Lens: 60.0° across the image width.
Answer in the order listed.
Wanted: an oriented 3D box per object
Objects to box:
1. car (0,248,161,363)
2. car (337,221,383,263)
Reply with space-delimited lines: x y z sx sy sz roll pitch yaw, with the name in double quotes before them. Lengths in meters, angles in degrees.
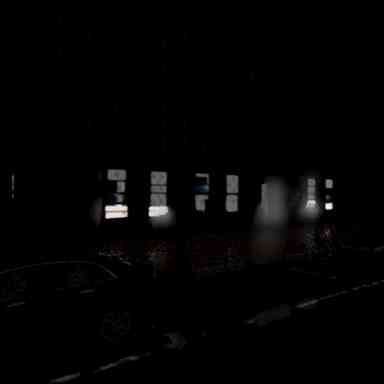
"car" -2.566 1.554 4.728 4.403 1.369 2.008 0 0 -36
"car" 6.695 1.651 11.349 4.206 1.307 1.802 0 0 -36
